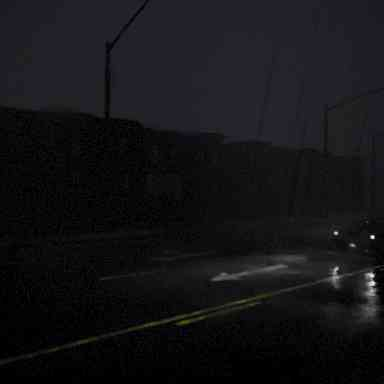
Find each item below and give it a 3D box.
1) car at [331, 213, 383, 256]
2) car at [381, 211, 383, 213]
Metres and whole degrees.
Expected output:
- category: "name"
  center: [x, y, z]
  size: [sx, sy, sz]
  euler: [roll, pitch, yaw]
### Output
- category: "car"
  center: [7.979, 1.766, 14.115]
  size: [4.718, 1.301, 1.895]
  euler: [1, 0, -36]
- category: "car"
  center: [13.907, 1.878, 22.669]
  size: [5.357, 1.411, 2.033]
  euler: [1, 0, -36]
